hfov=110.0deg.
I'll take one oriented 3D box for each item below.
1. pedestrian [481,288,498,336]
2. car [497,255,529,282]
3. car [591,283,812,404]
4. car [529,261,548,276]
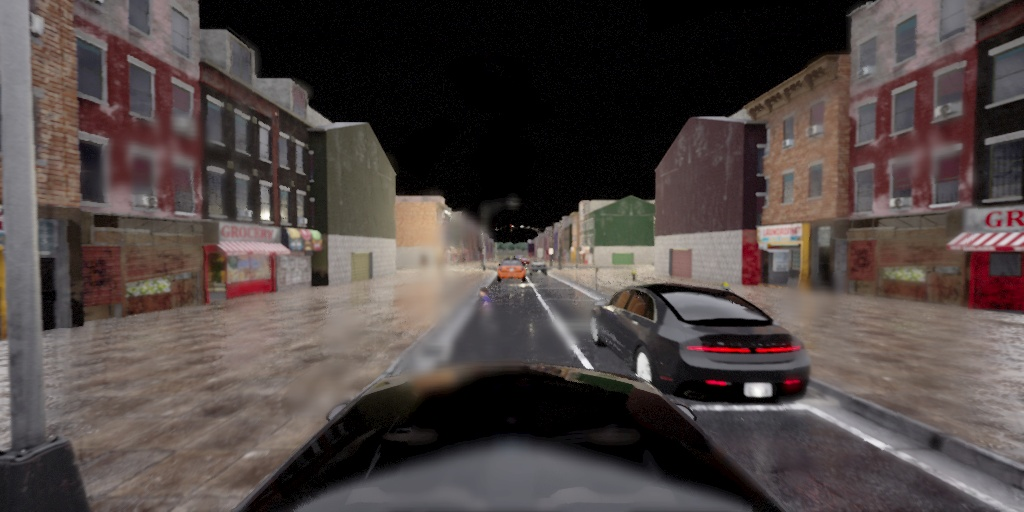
[{"bbox_3d":[-0.592,1.292,8.755,0.375,1.300,0.375,-1,2,-10],"label":"pedestrian"},{"bbox_3d":[-0.023,0.991,27.655,2.097,1.767,4.553,0,0,0],"label":"car"},{"bbox_3d":[2.735,1.233,6.417,1.837,1.490,4.892,0,0,0],"label":"car"},{"bbox_3d":[2.523,1.158,35.231,2.007,1.370,4.403,0,0,0],"label":"car"}]
